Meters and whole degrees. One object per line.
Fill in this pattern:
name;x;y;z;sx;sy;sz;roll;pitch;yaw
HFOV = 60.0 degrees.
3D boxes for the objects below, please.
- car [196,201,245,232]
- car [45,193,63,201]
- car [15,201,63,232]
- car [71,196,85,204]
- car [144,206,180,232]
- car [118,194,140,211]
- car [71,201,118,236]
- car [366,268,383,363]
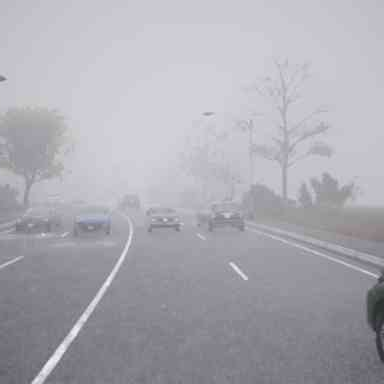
car;1.586;1.344;20.285;2.097;1.767;4.553;0;0;-10
car;-24.573;1.243;59.080;2.150;2.045;5.566;0;0;-32
car;-9.268;1.543;20.407;1.812;1.442;4.674;0;0;-12
car;-19.749;1.525;57.756;1.837;1.490;4.892;0;0;-30
car;-1.891;1.548;20.301;2.033;1.411;5.357;0;0;-10
car;-8.000;1.233;41.802;2.150;2.045;5.566;0;0;-21
car;-5.416;1.487;18.737;1.882;1.535;5.008;0;0;-10
car;3.473;1.209;2.131;2.150;2.045;5.566;0;0;-1
